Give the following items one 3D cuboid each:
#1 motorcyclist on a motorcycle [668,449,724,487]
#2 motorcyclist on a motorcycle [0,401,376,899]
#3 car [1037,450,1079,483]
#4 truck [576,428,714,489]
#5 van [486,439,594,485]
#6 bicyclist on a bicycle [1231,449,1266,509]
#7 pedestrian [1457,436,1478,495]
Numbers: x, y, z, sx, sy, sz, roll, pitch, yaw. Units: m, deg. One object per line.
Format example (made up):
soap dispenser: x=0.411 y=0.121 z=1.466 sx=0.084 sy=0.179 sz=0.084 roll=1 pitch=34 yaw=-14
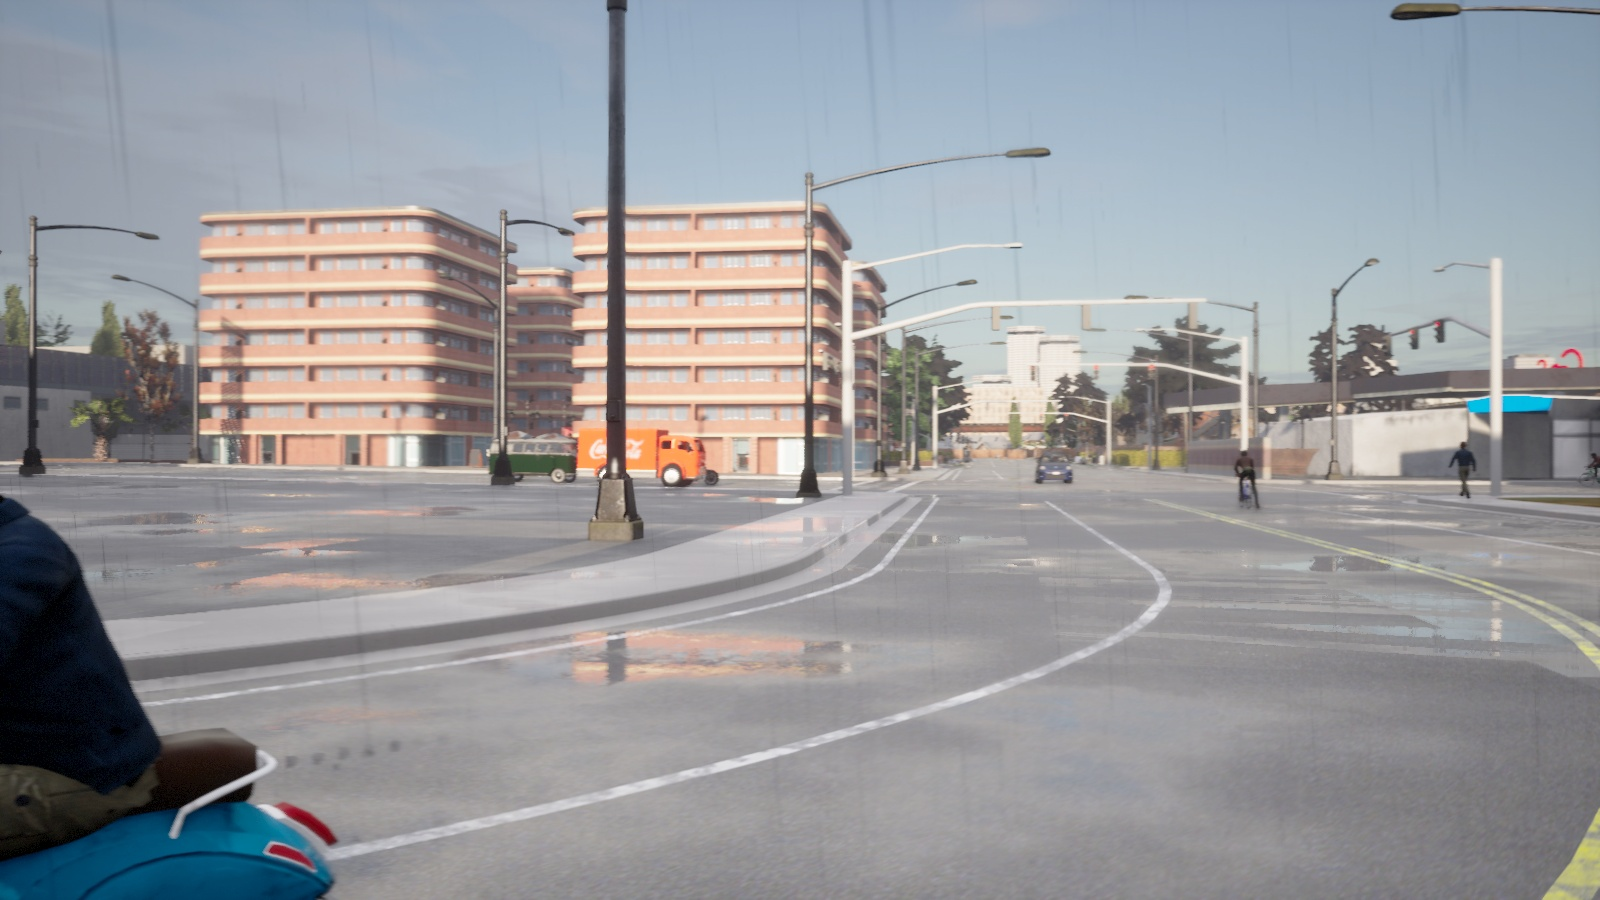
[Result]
motorcyclist on a motorcycle: x=-4.633 y=0.802 z=55.998 sx=2.350 sy=1.649 sz=0.766 roll=1 pitch=0 yaw=8
motorcyclist on a motorcycle: x=-1.878 y=0.714 z=2.426 sx=1.817 sy=1.590 sz=0.866 roll=0 pitch=-1 yaw=-39
car: x=13.088 y=0.817 z=63.985 sx=1.851 sy=1.617 sz=3.988 roll=0 pitch=0 yaw=8
truck: x=-6.458 y=0.345 z=52.810 sx=5.204 sy=2.467 sz=2.627 roll=1 pitch=0 yaw=9
van: x=-11.827 y=0.535 z=57.231 sx=4.442 sy=1.987 sz=1.775 roll=1 pitch=0 yaw=9
bicyclist on a bicycle: x=12.511 y=0.793 z=35.060 sx=0.582 sy=1.620 sz=1.656 roll=0 pitch=-1 yaw=8
pedestrian: x=20.854 y=0.490 z=39.230 sx=0.370 sy=1.835 sz=0.726 roll=0 pitch=0 yaw=11
